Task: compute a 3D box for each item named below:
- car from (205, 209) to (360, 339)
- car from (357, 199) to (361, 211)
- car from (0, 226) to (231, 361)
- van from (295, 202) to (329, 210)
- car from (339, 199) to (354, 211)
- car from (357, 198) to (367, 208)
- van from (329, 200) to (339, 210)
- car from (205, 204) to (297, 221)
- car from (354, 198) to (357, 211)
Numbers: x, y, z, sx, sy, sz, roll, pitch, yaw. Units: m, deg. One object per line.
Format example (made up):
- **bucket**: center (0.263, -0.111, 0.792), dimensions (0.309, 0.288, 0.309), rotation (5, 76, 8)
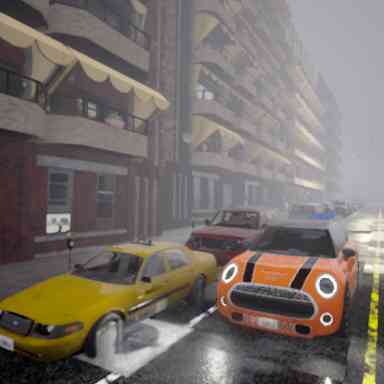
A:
- **car**: center (2.275, 1.427, 7.023), dimensions (2.097, 1.767, 4.553), rotation (0, -1, 30)
- **car**: center (23.657, 2.196, 49.597), dimensions (1.947, 1.339, 4.313), rotation (2, 0, 30)
- **car**: center (-1.110, 1.579, 6.229), dimensions (1.752, 1.417, 4.829), rotation (2, 0, 30)
- **van**: center (7.207, 1.572, 20.781), dimensions (1.690, 1.788, 3.998), rotation (2, 0, 30)
- **car**: center (15.435, 1.740, 35.189), dimensions (2.192, 1.841, 5.009), rotation (2, 0, 30)
- **car**: center (31.889, 2.168, 64.002), dimensions (2.192, 1.841, 5.009), rotation (1, 0, 30)
- **van**: center (9.949, 1.636, 25.585), dimensions (1.690, 1.788, 3.998), rotation (2, 0, 30)
- **car**: center (1.724, 1.427, 11.179), dimensions (2.192, 1.841, 5.009), rotation (2, 0, 30)
- **car**: center (18.178, 1.807, 39.991), dimensions (2.192, 1.841, 5.009), rotation (2, 0, 30)
